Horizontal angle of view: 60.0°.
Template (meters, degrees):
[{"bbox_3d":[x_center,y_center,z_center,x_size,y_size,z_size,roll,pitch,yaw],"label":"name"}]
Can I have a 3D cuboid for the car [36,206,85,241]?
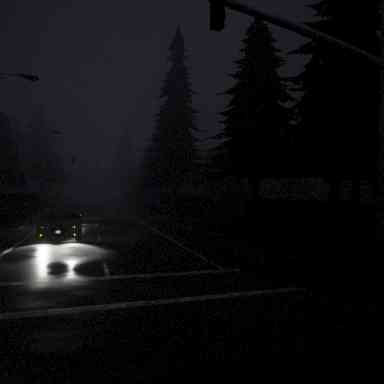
[{"bbox_3d":[-6.671,1.639,17.012,1.994,1.385,4.181,1,0,-17],"label":"car"}]

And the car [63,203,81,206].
[{"bbox_3d":[-9.726,1.629,26.928,2.033,1.411,5.357,1,0,-17],"label":"car"}]
